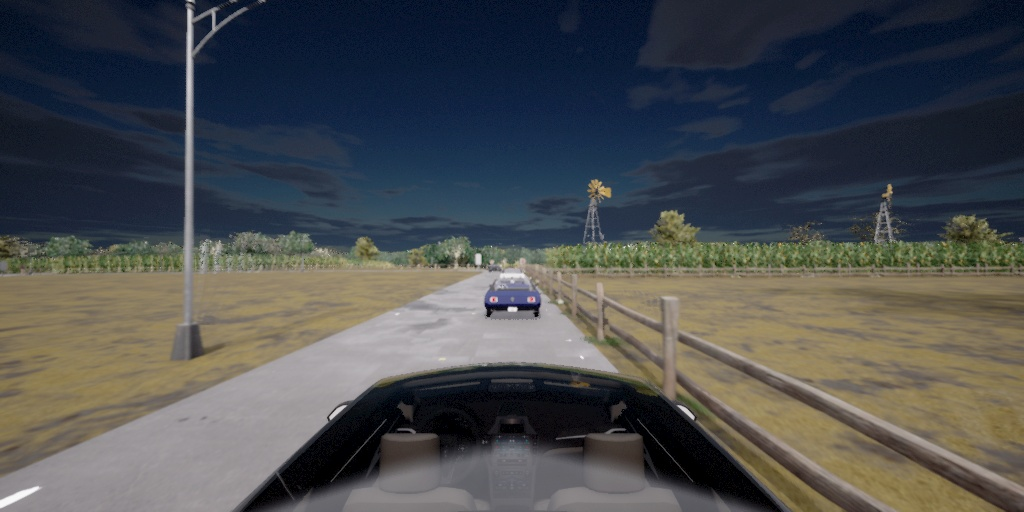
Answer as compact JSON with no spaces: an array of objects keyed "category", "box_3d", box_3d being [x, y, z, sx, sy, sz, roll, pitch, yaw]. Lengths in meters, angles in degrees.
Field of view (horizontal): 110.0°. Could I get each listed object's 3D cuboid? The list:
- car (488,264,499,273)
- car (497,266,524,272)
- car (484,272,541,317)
[{"category":"car","box_3d":[-2.800,2.039,59.093,1.994,1.385,4.181,0,-1,0]},{"category":"car","box_3d":[0.039,1.613,28.732,1.895,1.301,4.718,0,-1,0]},{"category":"car","box_3d":[0.040,1.450,13.727,1.895,1.301,4.718,0,-1,1]}]
